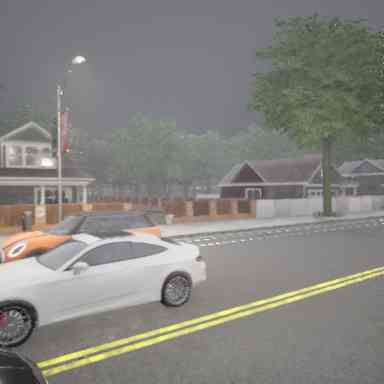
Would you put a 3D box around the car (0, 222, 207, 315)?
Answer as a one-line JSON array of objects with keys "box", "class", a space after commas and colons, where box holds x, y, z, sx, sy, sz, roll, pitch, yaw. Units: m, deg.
[{"box": [-1.842, 1.518, 6.363, 4.674, 1.442, 1.812, 0, 0, -35], "class": "car"}]

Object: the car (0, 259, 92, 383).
[{"box": [-3.091, 1.498, 1.234, 4.902, 1.511, 2.128, 0, 0, -35], "class": "car"}]

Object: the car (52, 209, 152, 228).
[{"box": [-3.015, 1.341, 9.518, 4.553, 1.767, 2.097, 0, 0, -35], "class": "car"}]
